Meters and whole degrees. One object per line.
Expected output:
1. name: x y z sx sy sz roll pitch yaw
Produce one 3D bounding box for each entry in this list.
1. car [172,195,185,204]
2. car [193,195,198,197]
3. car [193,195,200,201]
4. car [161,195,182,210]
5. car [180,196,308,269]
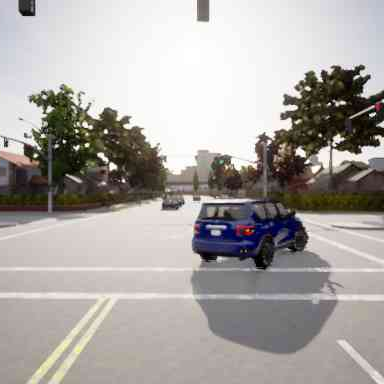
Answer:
1. car: -2.543 1.411 63.813 2.097 1.767 4.553 0 0 0
2. car: 1.099 1.553 80.816 1.882 1.535 5.008 0 0 0
3. car: 1.184 1.628 90.945 1.994 1.385 4.181 0 0 0
4. car: -2.804 1.393 43.764 2.097 1.767 4.553 0 0 0
5. car: 2.203 1.235 11.622 2.150 2.045 5.566 -2 -1 34
